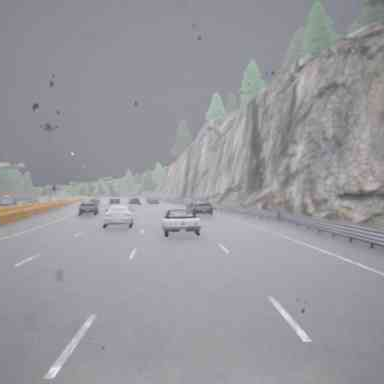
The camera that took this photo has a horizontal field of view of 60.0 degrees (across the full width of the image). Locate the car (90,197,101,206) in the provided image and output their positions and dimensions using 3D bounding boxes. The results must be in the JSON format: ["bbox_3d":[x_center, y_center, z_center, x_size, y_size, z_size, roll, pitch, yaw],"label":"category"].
[{"bbox_3d":[-17.874,1.746,61.923,1.837,1.490,4.892,-1,0,-14],"label":"car"}]

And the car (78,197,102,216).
[{"bbox_3d":[-10.850,1.638,35.140,2.128,1.511,4.902,-1,0,-13],"label":"car"}]

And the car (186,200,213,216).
[{"bbox_3d":[0.638,1.479,31.804,2.128,1.511,4.902,-1,0,-12],"label":"car"}]

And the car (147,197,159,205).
[{"bbox_3d":[-7.510,1.645,63.348,2.033,1.411,5.357,-1,0,-14],"label":"car"}]

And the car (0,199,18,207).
[{"bbox_3d":[-31.139,1.906,56.745,1.882,1.535,5.008,-1,0,-14],"label":"car"}]

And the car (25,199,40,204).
[{"bbox_3d":[-27.995,1.926,58.585,2.033,1.411,5.357,-1,0,-14],"label":"car"}]

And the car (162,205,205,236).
[{"bbox_3d":[-0.718,1.609,18.572,1.895,1.301,4.718,-1,0,-7],"label":"car"}]

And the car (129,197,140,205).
[{"bbox_3d":[-10.957,1.650,63.126,1.837,1.490,4.892,-1,0,-14],"label":"car"}]

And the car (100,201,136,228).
[{"bbox_3d":[-4.963,1.592,22.745,1.812,1.442,4.674,0,0,-9],"label":"car"}]

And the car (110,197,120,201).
[{"bbox_3d":[-14.706,1.675,63.515,1.882,1.535,5.008,-1,0,-14],"label":"car"}]
